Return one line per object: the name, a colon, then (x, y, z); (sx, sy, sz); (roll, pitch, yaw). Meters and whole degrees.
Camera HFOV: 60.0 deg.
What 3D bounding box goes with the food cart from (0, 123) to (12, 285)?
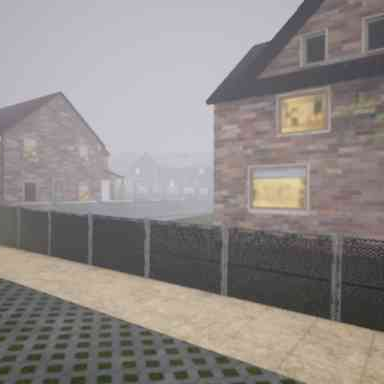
food cart: (-6.630, 0.267, 7.900); (4.660, 3.560, 2.280); (0, 1, 35)
